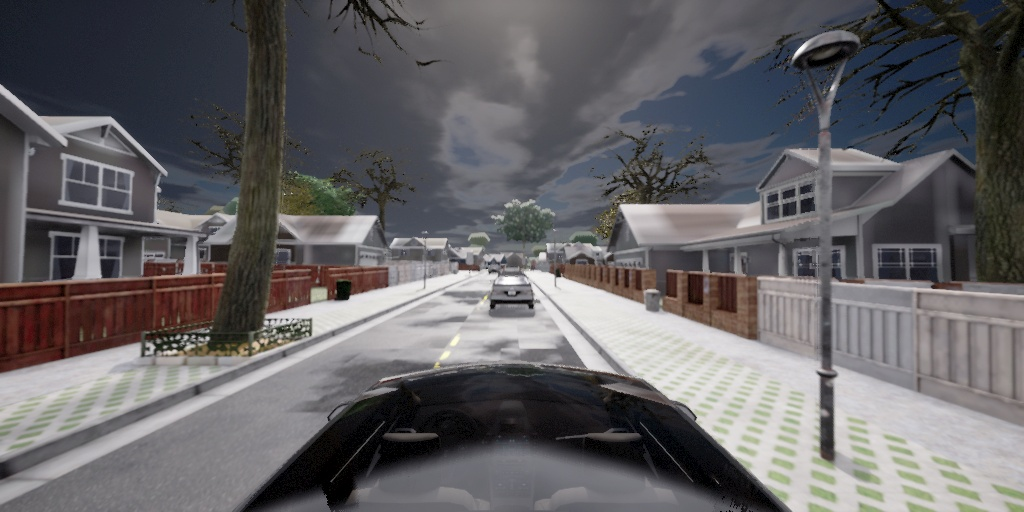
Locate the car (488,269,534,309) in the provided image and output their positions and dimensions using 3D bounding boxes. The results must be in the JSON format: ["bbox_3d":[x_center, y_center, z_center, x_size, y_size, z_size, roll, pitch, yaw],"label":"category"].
[{"bbox_3d":[-0.004,1.454,15.863,2.033,1.411,5.357,0,-1,0],"label":"car"}]

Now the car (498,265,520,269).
[{"bbox_3d":[-0.006,1.631,31.178,1.837,1.490,4.892,0,0,0],"label":"car"}]

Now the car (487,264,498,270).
[{"bbox_3d":[-2.772,2.099,57.325,1.837,1.490,4.892,0,-2,0],"label":"car"}]
